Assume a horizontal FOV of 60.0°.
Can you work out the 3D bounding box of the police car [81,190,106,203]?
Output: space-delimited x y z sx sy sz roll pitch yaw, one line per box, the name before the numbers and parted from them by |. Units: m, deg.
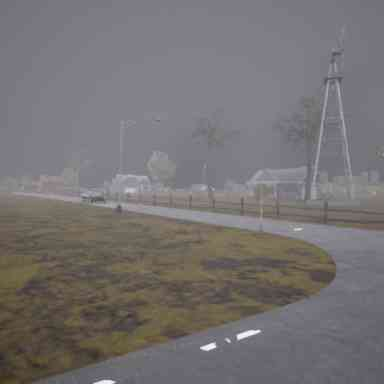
police car | -12.438 0.547 41.937 1.930 1.638 5.238 2 0 -35
